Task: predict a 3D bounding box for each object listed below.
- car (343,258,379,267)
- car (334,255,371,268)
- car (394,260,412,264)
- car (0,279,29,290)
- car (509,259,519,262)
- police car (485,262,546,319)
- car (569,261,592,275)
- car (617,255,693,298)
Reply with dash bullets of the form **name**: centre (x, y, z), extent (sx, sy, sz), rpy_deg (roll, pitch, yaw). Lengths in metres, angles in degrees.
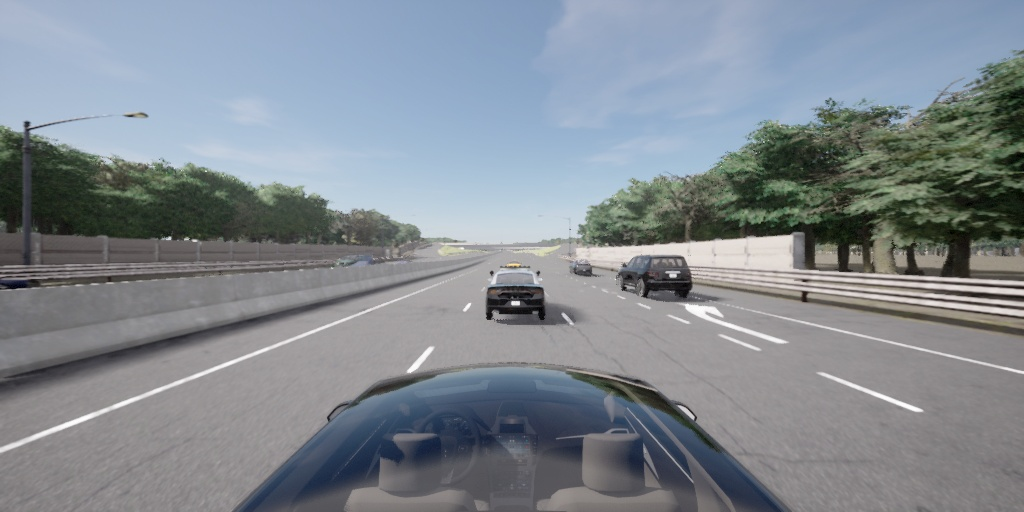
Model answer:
- **car**: centre (-17.426, 1.276, 42.390), extent (2.033, 1.411, 5.357), rpy_deg (0, 0, 1)
- **car**: centre (-20.877, 0.938, 46.660), extent (2.150, 2.045, 5.566), rpy_deg (0, 0, 1)
- **car**: centre (-13.891, 1.267, 45.692), extent (2.033, 1.411, 5.357), rpy_deg (0, 0, 1)
- **car**: centre (-24.583, 1.342, 15.255), extent (1.895, 1.301, 4.718), rpy_deg (0, 0, 0)
- **car**: centre (0.279, 1.181, 44.818), extent (1.801, 1.575, 5.366), rpy_deg (0, 0, 0)
- **police car**: centre (0.111, 1.171, 13.026), extent (1.930, 1.638, 5.238), rpy_deg (0, 0, 0)
- **car**: centre (7.227, 1.229, 38.084), extent (2.128, 1.511, 4.902), rpy_deg (0, 0, 0)
- **car**: centre (7.138, 0.966, 18.507), extent (2.150, 2.045, 5.566), rpy_deg (0, 0, 1)
